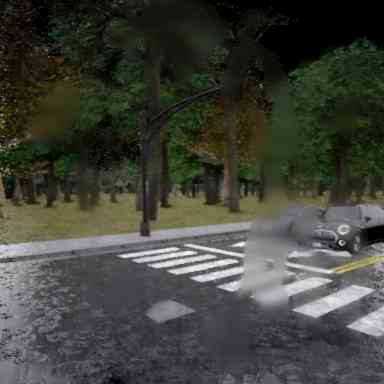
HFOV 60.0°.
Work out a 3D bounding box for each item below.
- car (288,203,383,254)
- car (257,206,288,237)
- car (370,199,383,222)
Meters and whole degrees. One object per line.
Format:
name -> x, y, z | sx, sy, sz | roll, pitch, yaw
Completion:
car -> 6.166, 1.274, 13.217 | 4.553, 1.767, 2.097 | -1, 0, -39
car -> 5.279, 1.423, 16.679 | 4.902, 1.511, 2.128 | -1, 0, -39
car -> 15.437, 1.299, 24.893 | 5.008, 1.535, 1.882 | -1, 0, -39
